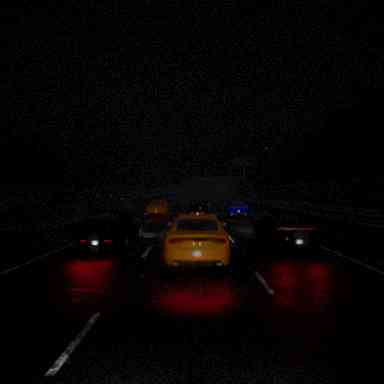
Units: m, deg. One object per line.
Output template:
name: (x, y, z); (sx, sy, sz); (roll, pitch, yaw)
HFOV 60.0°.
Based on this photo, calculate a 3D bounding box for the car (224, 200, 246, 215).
car: (4.031, 1.473, 30.606); (1.882, 1.535, 5.008); (0, 0, 2)

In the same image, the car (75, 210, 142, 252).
car: (-3.300, 1.498, 13.845); (1.837, 1.490, 4.892); (0, 0, 1)

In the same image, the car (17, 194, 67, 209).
car: (-13.655, 1.203, 31.241); (2.150, 2.045, 5.566); (0, 0, 2)

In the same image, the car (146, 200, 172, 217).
car: (-2.969, 1.467, 30.698); (1.882, 1.535, 5.008); (0, 0, 2)

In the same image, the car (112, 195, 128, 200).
car: (-15.239, 1.395, 72.576); (1.837, 1.490, 4.892); (0, 0, 3)

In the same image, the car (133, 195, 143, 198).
car: (-11.746, 1.400, 72.350); (1.837, 1.490, 4.892); (0, 0, 3)

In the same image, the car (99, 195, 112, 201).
car: (-18.732, 1.415, 72.802); (2.128, 1.511, 4.902); (0, 0, 3)

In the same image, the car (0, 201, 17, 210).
car: (-17.157, 1.542, 30.998); (1.994, 1.385, 4.181); (0, 0, 2)

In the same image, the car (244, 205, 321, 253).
car: (3.699, 1.489, 13.767); (2.128, 1.511, 4.902); (0, 0, 1)

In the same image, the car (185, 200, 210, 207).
car: (0.493, 1.497, 29.237); (1.837, 1.490, 4.892); (0, 0, 1)

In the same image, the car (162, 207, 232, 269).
car: (0.167, 1.474, 11.202); (1.882, 1.535, 5.008); (0, 0, 1)
